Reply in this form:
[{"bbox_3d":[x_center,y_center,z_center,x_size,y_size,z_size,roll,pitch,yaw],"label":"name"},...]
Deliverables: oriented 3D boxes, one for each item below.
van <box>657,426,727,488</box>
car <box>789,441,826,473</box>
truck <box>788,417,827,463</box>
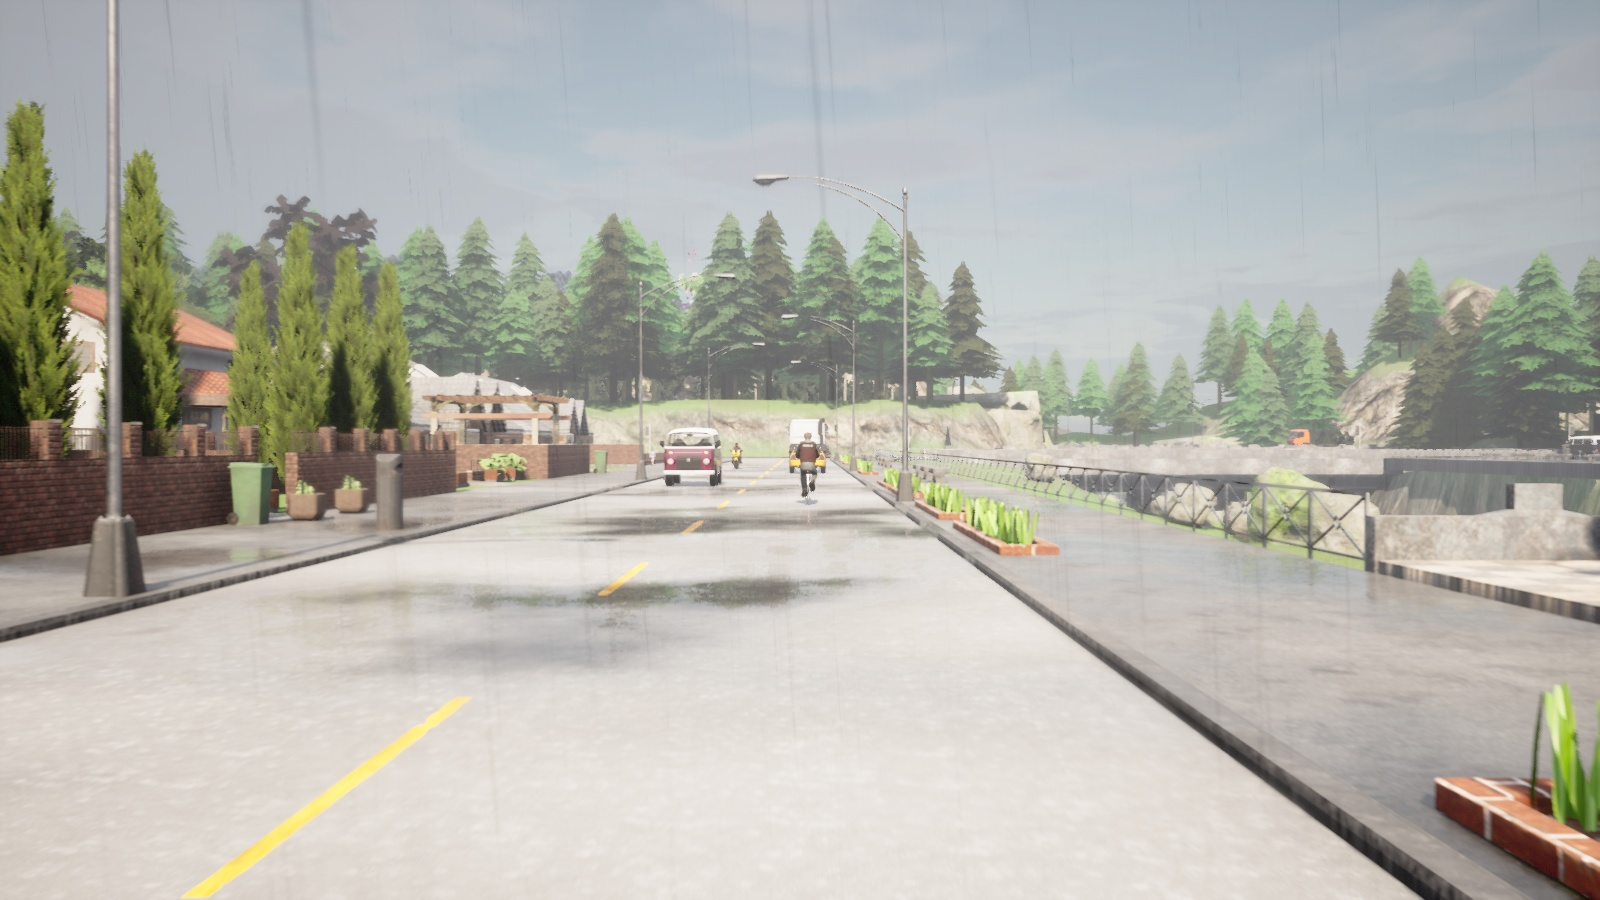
[{"bbox_3d":[-3.731,0.219,44.060,2.069,2.038,4.480,0,0,0],"label":"van"},{"bbox_3d":[0.381,0.328,63.415,1.801,1.575,5.366,0,0,0],"label":"car"},{"bbox_3d":[0.578,-0.784,97.499,2.891,3.462,7.936,0,0,0],"label":"truck"}]
